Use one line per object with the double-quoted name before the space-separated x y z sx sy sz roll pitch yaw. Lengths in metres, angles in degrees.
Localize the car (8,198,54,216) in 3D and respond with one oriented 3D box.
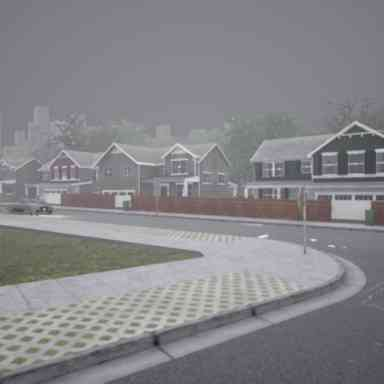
"car" -13.437 1.188 27.728 4.181 1.385 1.994 1 1 34
